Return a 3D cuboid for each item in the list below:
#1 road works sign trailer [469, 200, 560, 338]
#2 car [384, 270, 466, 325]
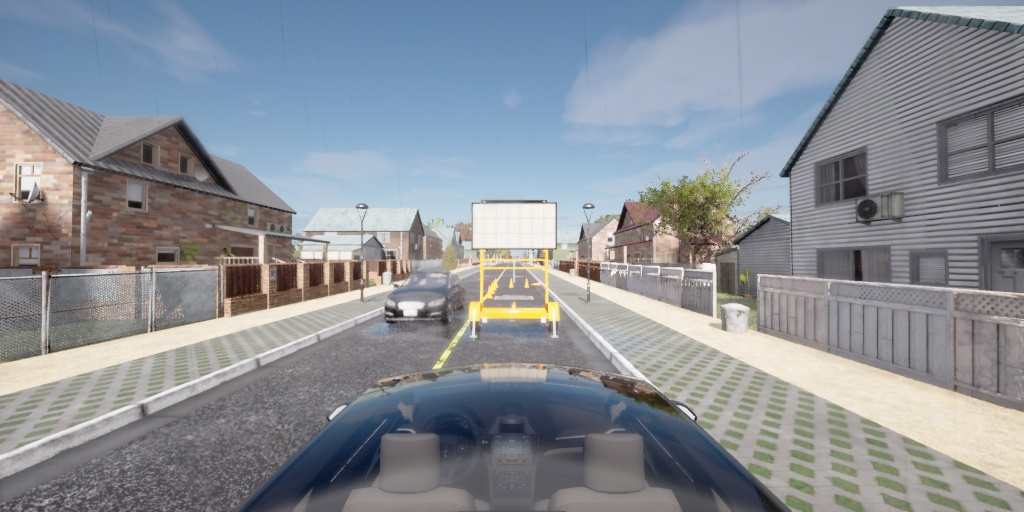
[{"bbox_3d":[0.065,0.220,10.226,2.380,3.560,2.880,0,0,1],"label":"road works sign trailer"},{"bbox_3d":[-2.688,1.249,11.977,2.128,1.511,4.902,0,0,0],"label":"car"}]
